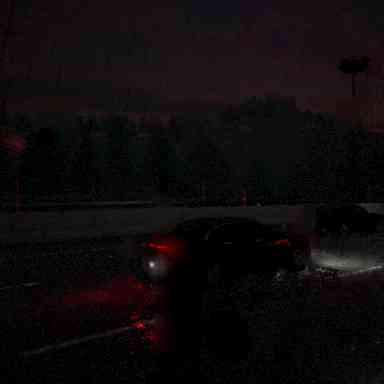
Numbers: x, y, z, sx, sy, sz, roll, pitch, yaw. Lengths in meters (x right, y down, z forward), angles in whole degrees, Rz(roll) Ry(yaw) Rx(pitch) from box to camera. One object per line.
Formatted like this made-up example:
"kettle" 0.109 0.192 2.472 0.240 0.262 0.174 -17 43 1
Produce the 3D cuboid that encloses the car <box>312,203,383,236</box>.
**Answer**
"car" 8.004 1.353 17.409 5.008 1.535 1.882 0 0 -30

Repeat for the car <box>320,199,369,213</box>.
"car" 15.372 1.364 33.456 4.718 1.301 1.895 0 1 -27

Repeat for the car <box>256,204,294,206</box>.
"car" 7.935 1.311 33.511 4.718 1.301 1.895 0 1 -28

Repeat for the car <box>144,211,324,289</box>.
"car" 1.122 1.418 8.904 4.892 1.490 1.837 0 0 -33
